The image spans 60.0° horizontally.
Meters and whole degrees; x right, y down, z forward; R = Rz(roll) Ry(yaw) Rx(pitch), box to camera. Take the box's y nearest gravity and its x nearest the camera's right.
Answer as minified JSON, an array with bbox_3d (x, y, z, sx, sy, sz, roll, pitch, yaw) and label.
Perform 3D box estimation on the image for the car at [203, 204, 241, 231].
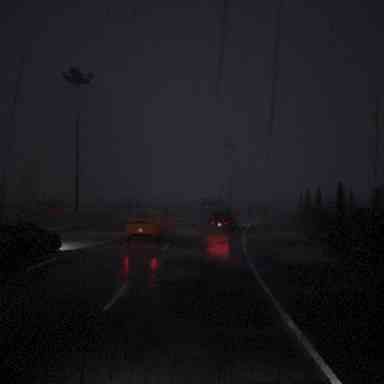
[{"bbox_3d":[2.254,1.839,23.379,1.837,1.490,4.892,-1,-1,12],"label":"car"}]

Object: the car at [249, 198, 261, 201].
[{"bbox_3d":[13.679,2.054,73.683,2.097,1.767,4.553,-1,-1,44],"label":"car"}]

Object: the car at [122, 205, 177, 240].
[{"bbox_3d":[-2.164,1.757,18.862,1.882,1.535,5.008,0,-1,9],"label":"car"}]

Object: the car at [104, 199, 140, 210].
[{"bbox_3d":[-7.963,1.825,38.946,2.150,2.045,5.566,-1,-1,20],"label":"car"}]

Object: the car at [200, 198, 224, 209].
[{"bbox_3d":[4.084,2.250,67.889,2.150,2.045,5.566,-1,-1,37],"label":"car"}]

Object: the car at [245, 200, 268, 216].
[{"bbox_3d":[7.958,2.085,40.364,1.812,1.442,4.674,-1,-1,24],"label":"car"}]

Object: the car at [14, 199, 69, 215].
[{"bbox_3d":[-13.999,1.722,31.425,2.150,2.045,5.566,-1,-1,15],"label":"car"}]

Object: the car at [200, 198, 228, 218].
[{"bbox_3d":[2.592,1.750,36.722,2.150,2.045,5.566,-1,-1,21],"label":"car"}]

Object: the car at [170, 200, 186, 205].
[{"bbox_3d":[-3.152,2.360,63.806,2.097,1.767,4.553,-1,-1,34],"label":"car"}]

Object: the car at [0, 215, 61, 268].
[{"bbox_3d":[-6.490,1.748,12.070,1.994,1.385,4.181,0,-1,4],"label":"car"}]

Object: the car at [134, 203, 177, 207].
[{"bbox_3d":[-3.230,1.976,30.174,1.812,1.442,4.674,0,-1,16],"label":"car"}]
